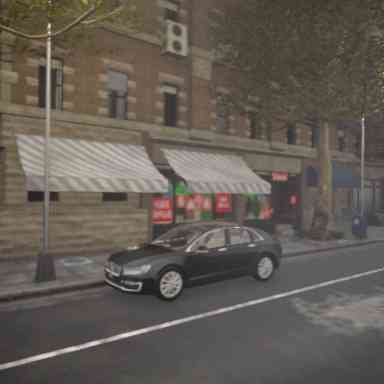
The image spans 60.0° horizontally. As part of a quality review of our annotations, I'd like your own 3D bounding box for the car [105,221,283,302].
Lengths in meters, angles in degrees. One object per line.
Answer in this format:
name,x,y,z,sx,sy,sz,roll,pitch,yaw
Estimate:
car,0.257,1.538,8.518,4.892,1.521,2.231,1,0,-36
